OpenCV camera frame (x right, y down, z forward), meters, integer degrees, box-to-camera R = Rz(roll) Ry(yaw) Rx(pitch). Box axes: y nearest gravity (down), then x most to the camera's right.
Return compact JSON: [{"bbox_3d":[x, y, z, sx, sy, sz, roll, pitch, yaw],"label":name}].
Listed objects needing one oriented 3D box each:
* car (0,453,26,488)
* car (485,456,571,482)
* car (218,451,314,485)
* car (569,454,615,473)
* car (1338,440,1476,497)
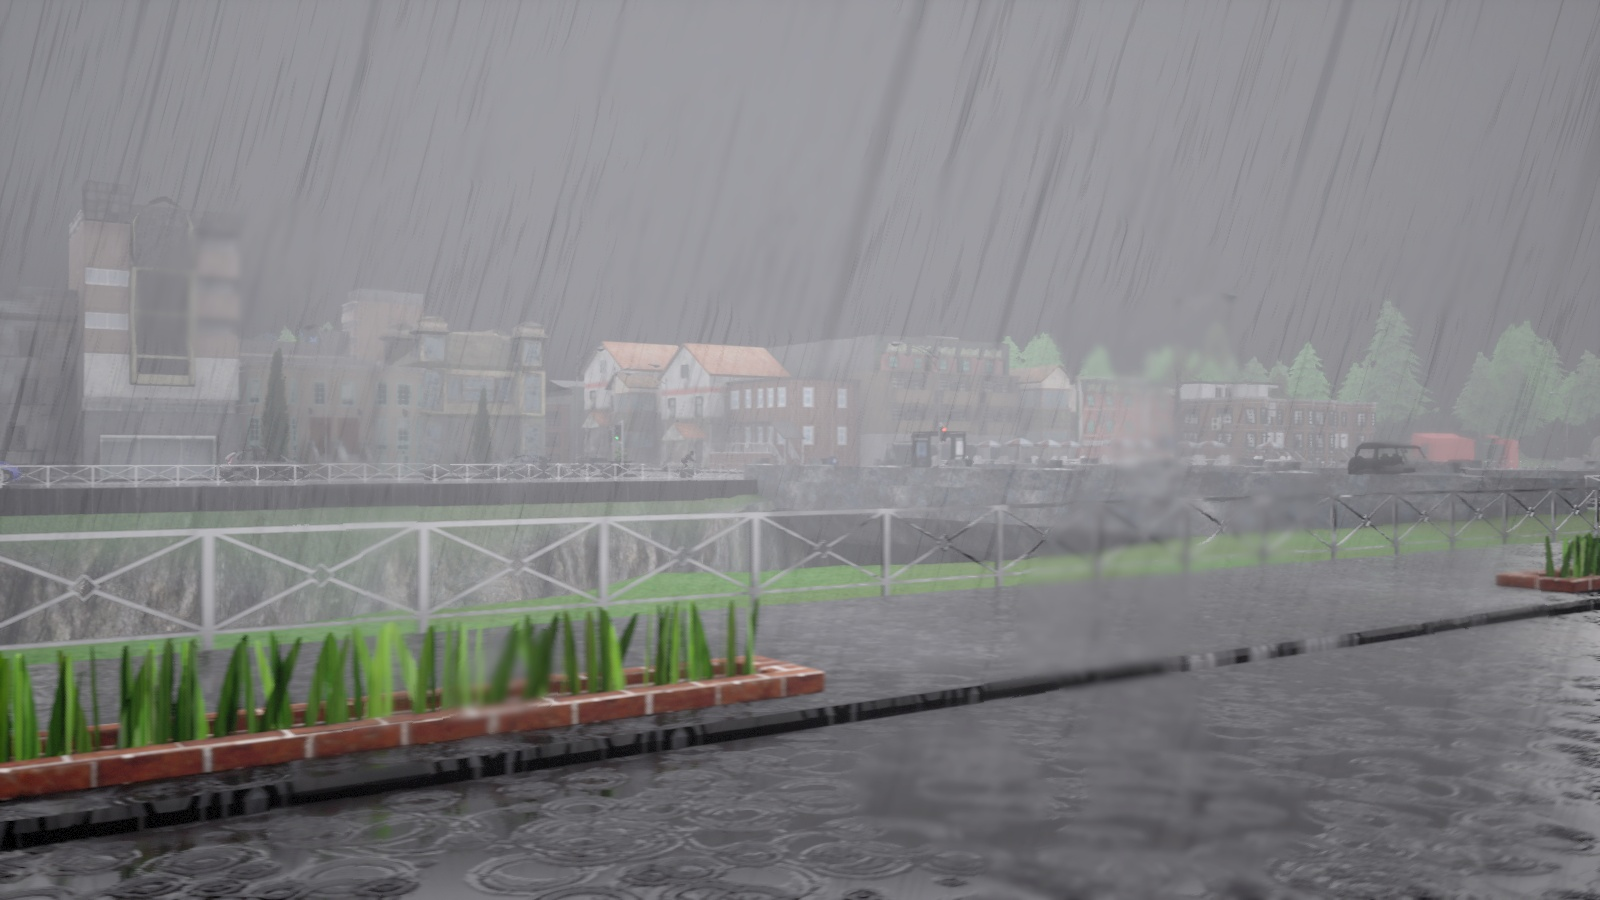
[{"bbox_3d":[-36.172,0.901,54.283,4.514,1.525,2.007,0,0,-35],"label":"car"},{"bbox_3d":[-14.941,1.010,69.069,4.181,1.385,1.994,0,0,-35],"label":"car"},{"bbox_3d":[-26.063,0.848,61.325,3.988,1.617,1.851,0,0,-35],"label":"car"},{"bbox_3d":[-15.987,1.029,96.411,1.816,1.474,4.193,0,0,-35],"label":"car"},{"bbox_3d":[20.936,0.603,43.422,1.905,1.878,3.866,0,0,-35],"label":"car"}]
